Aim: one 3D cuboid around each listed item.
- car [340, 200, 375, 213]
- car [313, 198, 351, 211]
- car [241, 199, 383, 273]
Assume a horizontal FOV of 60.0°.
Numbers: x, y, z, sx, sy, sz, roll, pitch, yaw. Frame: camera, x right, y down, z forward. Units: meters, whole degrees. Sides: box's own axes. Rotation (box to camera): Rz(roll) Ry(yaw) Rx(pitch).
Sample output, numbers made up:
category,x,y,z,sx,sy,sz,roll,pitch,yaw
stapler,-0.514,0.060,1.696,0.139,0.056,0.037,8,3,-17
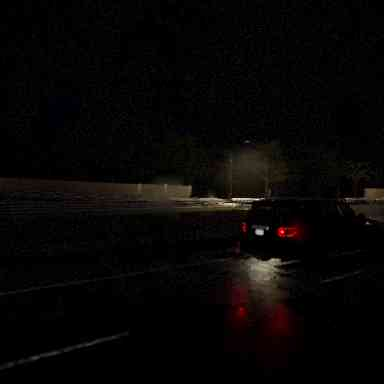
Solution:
category,x,y,z,sx,sy,sz,roll,pitch,yaw
car,19.614,1.657,39.456,4.181,1.385,1.994,0,0,-35
car,17.968,1.587,42.576,4.902,1.511,2.128,0,0,-35
car,4.091,1.235,10.965,5.566,2.045,2.150,0,0,-36
